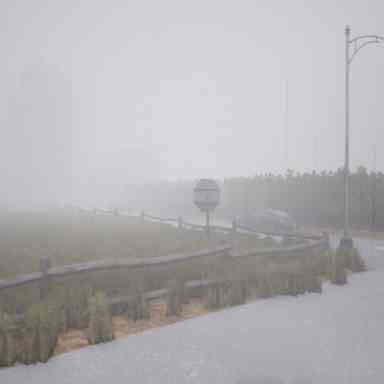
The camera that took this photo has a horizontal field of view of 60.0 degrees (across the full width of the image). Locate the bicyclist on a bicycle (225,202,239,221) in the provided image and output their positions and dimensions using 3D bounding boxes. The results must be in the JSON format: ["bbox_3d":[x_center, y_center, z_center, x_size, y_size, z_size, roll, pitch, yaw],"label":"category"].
[{"bbox_3d":[3.428,1.662,28.354,1.656,1.620,0.582,0,-1,-36],"label":"bicyclist on a bicycle"}]

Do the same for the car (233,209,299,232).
[{"bbox_3d":[4.604,1.800,21.256,1.812,1.442,4.674,1,-1,-36],"label":"car"}]

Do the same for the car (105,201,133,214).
[{"bbox_3d":[-8.771,1.845,39.803,1.837,1.490,4.892,1,-1,-36],"label":"car"}]
